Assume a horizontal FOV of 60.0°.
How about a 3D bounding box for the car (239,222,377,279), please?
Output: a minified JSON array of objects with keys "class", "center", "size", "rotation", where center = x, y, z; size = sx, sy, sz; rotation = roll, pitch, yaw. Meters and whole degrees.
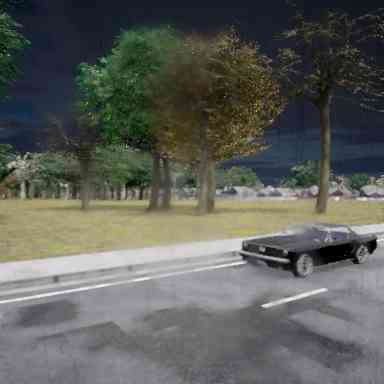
[{"class":"car","center":[3.698,1.638,10.318],"size":[4.718,1.301,1.895],"rotation":[0,0,-35]}]
